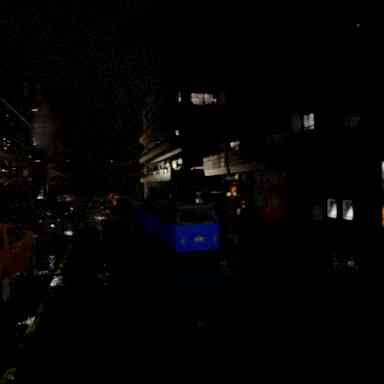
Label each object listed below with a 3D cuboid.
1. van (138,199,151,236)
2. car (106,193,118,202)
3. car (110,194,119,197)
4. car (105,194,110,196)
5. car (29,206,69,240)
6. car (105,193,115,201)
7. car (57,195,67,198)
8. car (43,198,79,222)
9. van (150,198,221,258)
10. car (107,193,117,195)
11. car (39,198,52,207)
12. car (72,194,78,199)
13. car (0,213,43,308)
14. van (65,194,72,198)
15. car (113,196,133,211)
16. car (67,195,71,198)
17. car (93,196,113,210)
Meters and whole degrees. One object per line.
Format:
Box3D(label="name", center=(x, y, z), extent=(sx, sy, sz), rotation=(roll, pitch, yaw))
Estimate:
Box3D(label="van", center=(-1.834, 1.259, 17.756), extent=(1.690, 1.788, 3.998), rotation=(-2, 1, -16))
Box3D(label="car", center=(-17.240, 1.181, 71.617), extent=(2.192, 1.841, 5.009), rotation=(-2, 1, -16))
Box3D(label="car", center=(-11.118, 1.411, 50.238), extent=(1.752, 1.417, 4.829), rotation=(-2, 1, -16))
Box3D(label="car", center=(-13.993, 1.443, 50.899), extent=(1.837, 1.490, 4.892), rotation=(-1, 1, -16))
Box3D(label="car", center=(-7.599, 1.637, 16.926), extent=(1.895, 1.301, 4.718), rotation=(-1, 0, -16))
Box3D(label="car", center=(-20.320, 1.171, 82.390), extent=(2.192, 1.841, 5.009), rotation=(-2, 1, -16))
Box3D(label="car", center=(-17.565, 1.504, 42.421), extent=(1.967, 1.590, 4.097), rotation=(-2, 1, -16))
Box3D(label="car", center=(-10.364, 1.531, 26.626), extent=(1.837, 1.490, 4.892), rotation=(-1, 0, -16))
Box3D(label="van", center=(-0.294, 1.264, 12.369), extent=(1.690, 1.788, 3.998), rotation=(-2, 1, -16))
Box3D(label="car", center=(-14.159, 1.191, 60.845), extent=(2.192, 1.841, 5.009), rotation=(-2, 1, -16))
Box3D(label="car", center=(-16.020, 1.651, 37.036), extent=(1.802, 1.307, 4.206), rotation=(-2, 1, -16))
Box3D(label="car", center=(-23.753, 1.359, 63.957), extent=(2.192, 1.841, 5.009), rotation=(-2, 1, -16))
Box3D(label="car", center=(-5.017, 1.523, 7.881), extent=(1.882, 1.535, 5.008), rotation=(-1, 0, -17))
Box3D(label="van", center=(-20.649, 1.394, 53.192), extent=(1.690, 1.788, 3.998), rotation=(-2, 1, -16))
Box3D(label="car", center=(-7.988, 1.478, 39.303), extent=(1.802, 1.307, 4.206), rotation=(-2, 1, -16))
Box3D(label="car", center=(-19.102, 1.609, 47.808), extent=(2.008, 1.369, 4.403), rotation=(-2, 1, -16))
Box3D(label="car", center=(-11.194, 1.548, 41.140), extent=(1.895, 1.301, 4.718), rotation=(-1, 0, -16))
